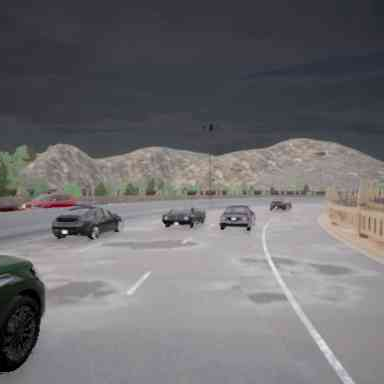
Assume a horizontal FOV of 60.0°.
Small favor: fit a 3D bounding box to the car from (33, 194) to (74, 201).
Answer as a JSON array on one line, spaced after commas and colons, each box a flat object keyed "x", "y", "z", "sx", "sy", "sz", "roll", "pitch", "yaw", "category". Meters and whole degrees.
[{"x": -12.768, "y": 1.172, "z": 30.057, "sx": 2.150, "sy": 2.045, "sz": 5.566, "roll": 0, "pitch": 0, "yaw": 18, "category": "car"}]

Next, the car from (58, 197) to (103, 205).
[{"x": -9.200, "y": 1.458, "z": 29.681, "sx": 2.128, "sy": 1.511, "sz": 4.902, "roll": 0, "pitch": 0, "yaw": 18, "category": "car"}]

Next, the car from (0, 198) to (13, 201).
[{"x": -16.963, "y": 1.284, "z": 28.045, "sx": 2.097, "sy": 1.767, "sz": 4.553, "roll": 0, "pitch": 0, "yaw": 16, "category": "car"}]

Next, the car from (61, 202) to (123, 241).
[{"x": -5.077, "y": 1.486, "z": 16.813, "sx": 1.837, "sy": 1.490, "sz": 4.892, "roll": 0, "pitch": 0, "yaw": 11, "category": "car"}]

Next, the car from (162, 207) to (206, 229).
[{"x": -0.359, "y": 1.604, "z": 21.992, "sx": 1.895, "sy": 1.301, "sz": 4.718, "roll": 0, "pitch": 0, "yaw": 15, "category": "car"}]

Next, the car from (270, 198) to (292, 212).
[{"x": 11.009, "y": 1.560, "z": 40.928, "sx": 1.837, "sy": 1.490, "sz": 4.892, "roll": 0, "pitch": 0, "yaw": 29, "category": "car"}]

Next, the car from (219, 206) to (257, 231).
[{"x": 2.984, "y": 1.565, "z": 21.061, "sx": 2.033, "sy": 1.411, "sz": 5.357, "roll": 0, "pitch": 0, "yaw": 15, "category": "car"}]

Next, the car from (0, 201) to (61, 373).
[{"x": -3.269, "y": 1.208, "z": 2.503, "sx": 2.150, "sy": 2.045, "sz": 5.566, "roll": 0, "pitch": 0, "yaw": 2, "category": "car"}]
